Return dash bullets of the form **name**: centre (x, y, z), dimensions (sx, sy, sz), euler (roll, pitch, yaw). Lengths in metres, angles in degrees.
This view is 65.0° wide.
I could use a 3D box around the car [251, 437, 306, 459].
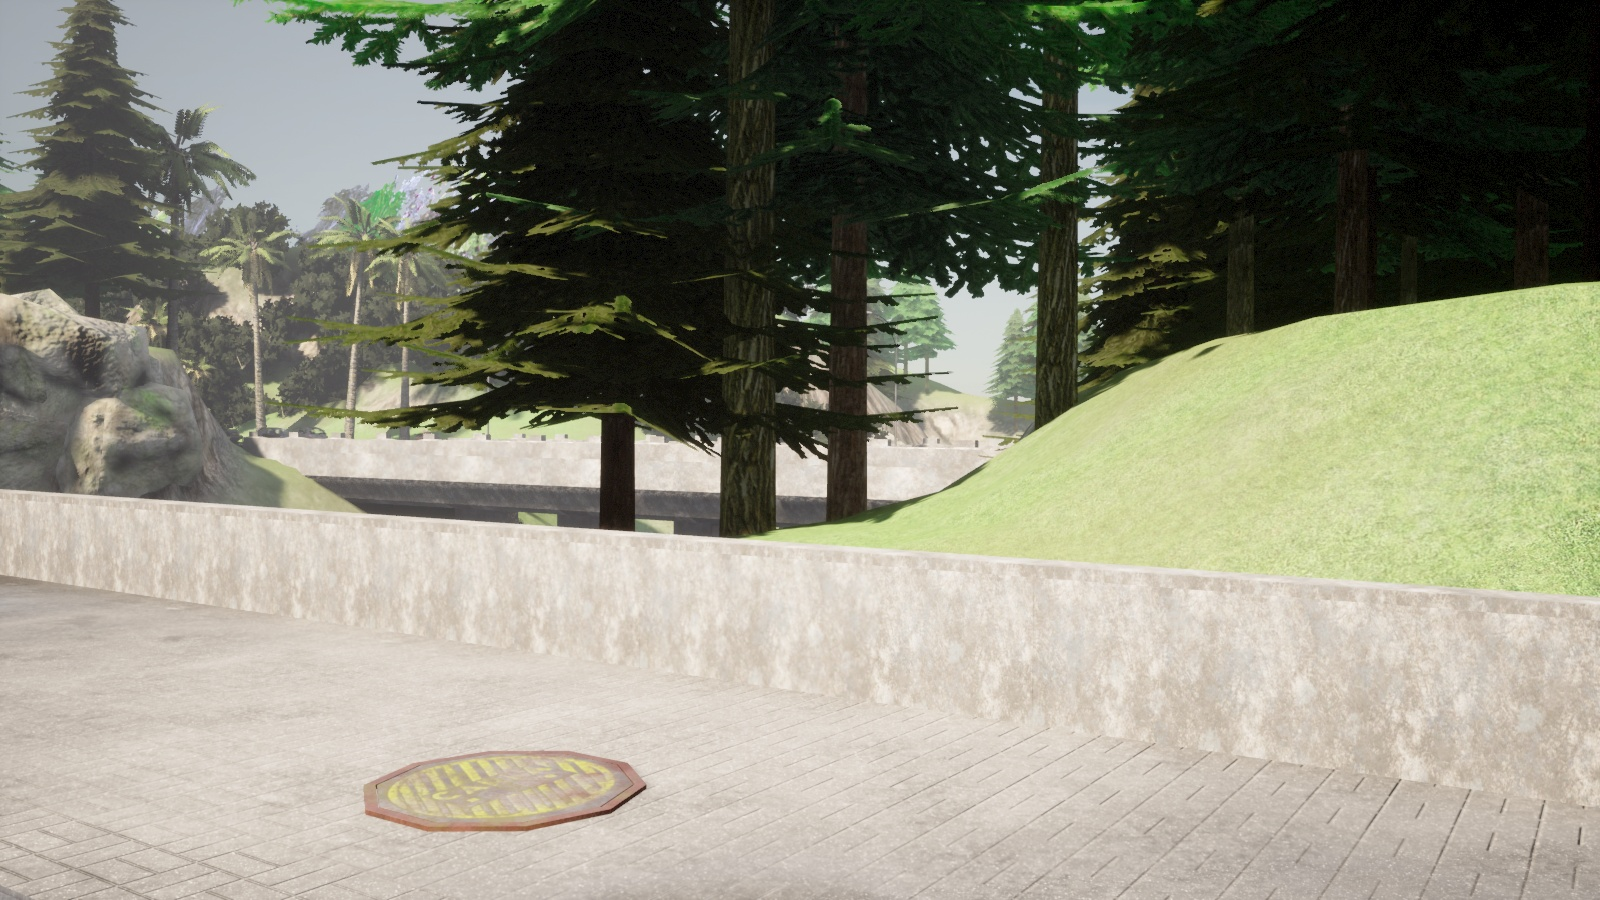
- **car**: centre (-36.521, -0.123, 87.879), dimensions (3.633, 1.501, 1.845), euler (0, 1, 34)
